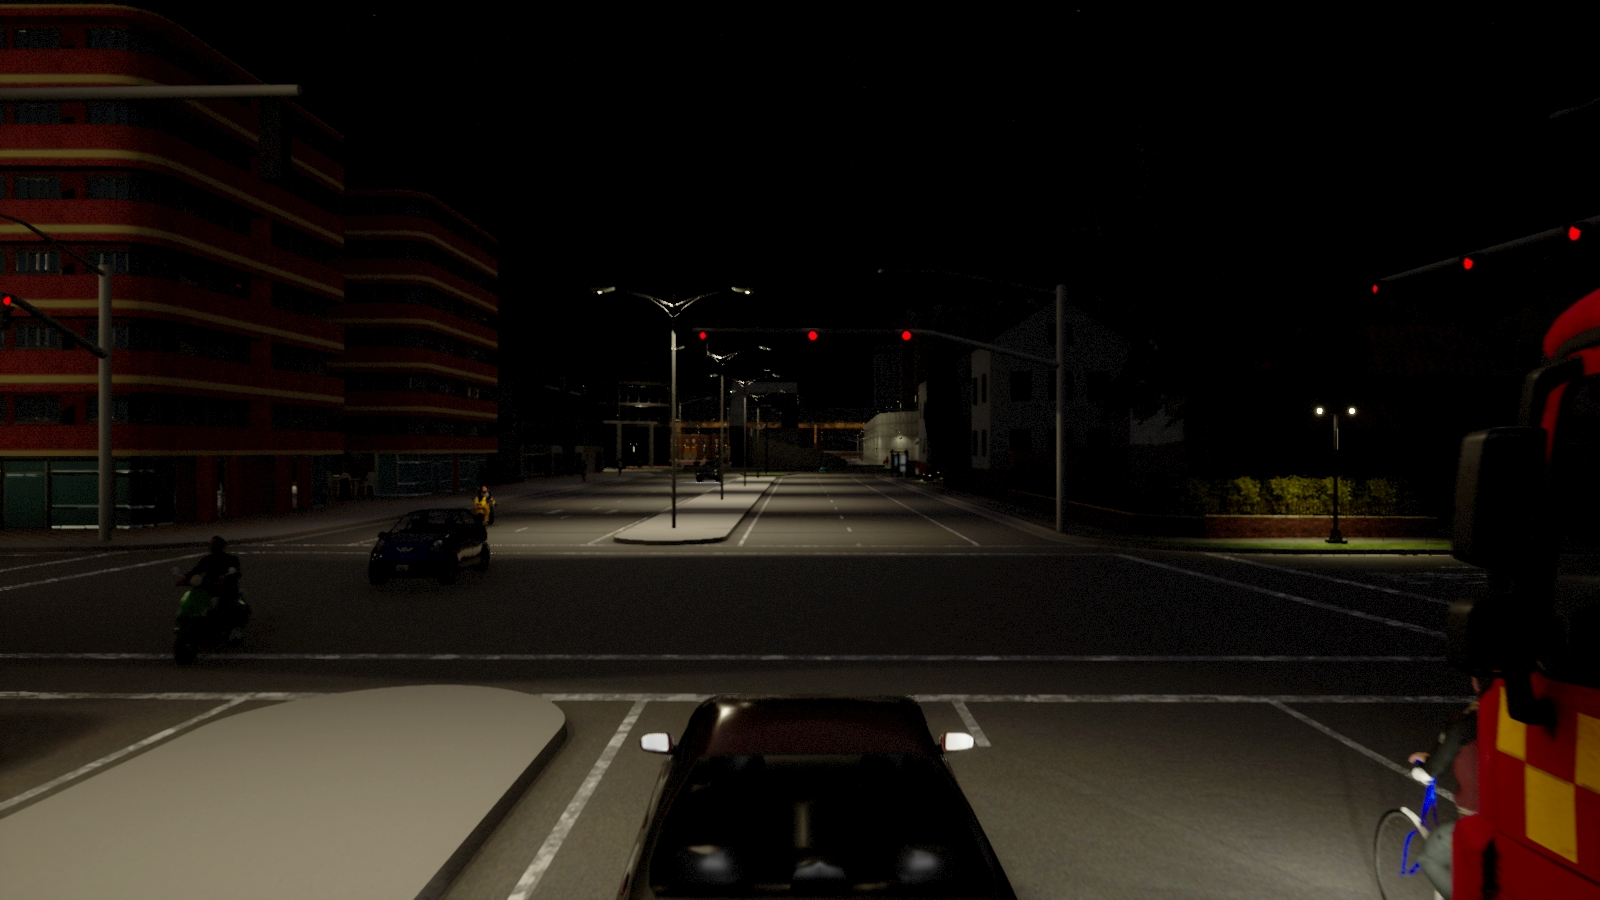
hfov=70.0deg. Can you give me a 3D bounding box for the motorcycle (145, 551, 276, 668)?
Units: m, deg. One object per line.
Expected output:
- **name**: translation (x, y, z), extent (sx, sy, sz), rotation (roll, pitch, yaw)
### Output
- **motorcycle**: translation (-7.998, 2.130, 15.602), extent (0.856, 1.341, 1.805), rotation (0, 0, 0)

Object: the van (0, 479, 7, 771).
- **van**: translation (-8.014, 1.535, 7.156), extent (1.988, 2.561, 5.915), rotation (0, 0, 0)

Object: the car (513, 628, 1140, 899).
- **car**: translation (0.059, 2.040, 5.917), extent (2.007, 1.525, 4.514), rotation (0, 0, -1)

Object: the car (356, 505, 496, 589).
- **car**: translation (-8.012, 2.039, 24.821), extent (1.845, 1.501, 3.633), rotation (0, 0, 0)

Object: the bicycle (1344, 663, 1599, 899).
- **bicycle**: translation (3.486, 2.048, 6.049), extent (0.329, 1.496, 1.835), rotation (0, 0, 0)
